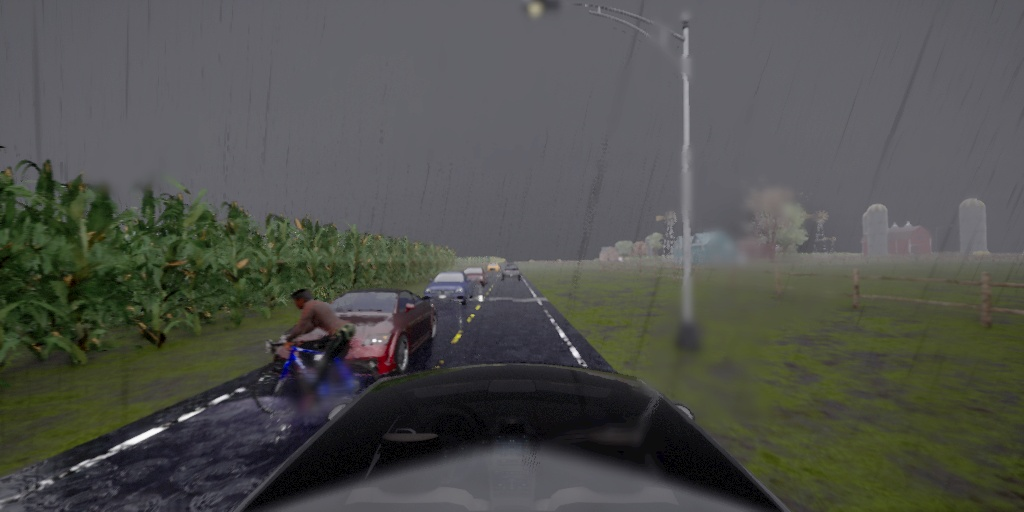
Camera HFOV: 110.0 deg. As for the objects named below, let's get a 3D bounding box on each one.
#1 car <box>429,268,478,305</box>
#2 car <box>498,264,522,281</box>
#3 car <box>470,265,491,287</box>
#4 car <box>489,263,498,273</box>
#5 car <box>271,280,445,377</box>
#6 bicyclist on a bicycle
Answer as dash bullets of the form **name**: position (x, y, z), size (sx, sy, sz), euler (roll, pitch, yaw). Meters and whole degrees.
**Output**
- **car**: position (-2.914, 1.469, 17.307), size (1.812, 1.442, 4.674), euler (0, -1, 0)
- **car**: position (-0.070, 1.669, 36.283), size (2.128, 1.511, 4.902), euler (0, -1, 0)
- **car**: position (-2.931, 1.602, 28.089), size (1.812, 1.442, 4.674), euler (0, -1, 0)
- **car**: position (-3.105, 1.947, 59.936), size (1.882, 1.535, 5.008), euler (0, -1, 0)
- **car**: position (-2.869, 1.386, 7.482), size (1.994, 1.385, 4.181), euler (0, -1, 0)
- **bicyclist on a bicycle**: position (-2.525, 1.241, 4.620), size (1.656, 1.620, 0.582), euler (-2, -1, 0)
